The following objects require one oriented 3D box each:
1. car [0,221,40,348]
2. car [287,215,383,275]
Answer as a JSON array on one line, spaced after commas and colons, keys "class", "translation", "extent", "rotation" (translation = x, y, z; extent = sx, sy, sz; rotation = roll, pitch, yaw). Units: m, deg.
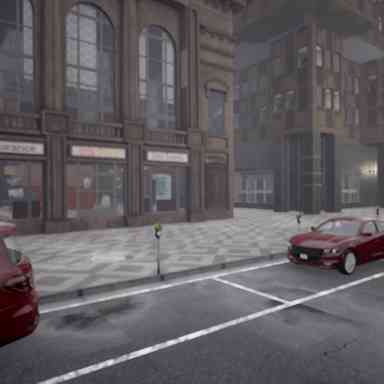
[{"class": "car", "translation": [-4.341, 1.335, 3.543], "extent": [5.009, 1.841, 2.192], "rotation": [-1, 1, -36]}, {"class": "car", "translation": [4.767, 1.425, 10.071], "extent": [4.507, 1.381, 1.887], "rotation": [-1, 1, -36]}]
